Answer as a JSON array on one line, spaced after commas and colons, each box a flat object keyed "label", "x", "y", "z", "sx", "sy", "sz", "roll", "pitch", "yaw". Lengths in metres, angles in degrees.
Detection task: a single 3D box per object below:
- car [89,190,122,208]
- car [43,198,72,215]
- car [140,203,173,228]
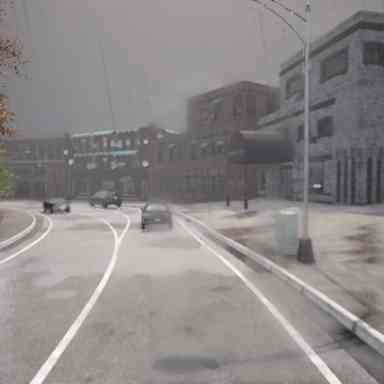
[{"label": "car", "x": -10.493, "y": 0.841, "z": 40.150, "sx": 2.150, "sy": 2.045, "sz": 5.566, "roll": -2, "pitch": 2, "yaw": -40}, {"label": "car", "x": -13.202, "y": 1.319, "z": 32.471, "sx": 2.128, "sy": 1.511, "sz": 4.902, "roll": -2, "pitch": 1, "yaw": -34}, {"label": "car", "x": -2.279, "y": 1.386, "z": 20.934, "sx": 1.812, "sy": 1.442, "sz": 4.674, "roll": -1, "pitch": 1, "yaw": -9}]
